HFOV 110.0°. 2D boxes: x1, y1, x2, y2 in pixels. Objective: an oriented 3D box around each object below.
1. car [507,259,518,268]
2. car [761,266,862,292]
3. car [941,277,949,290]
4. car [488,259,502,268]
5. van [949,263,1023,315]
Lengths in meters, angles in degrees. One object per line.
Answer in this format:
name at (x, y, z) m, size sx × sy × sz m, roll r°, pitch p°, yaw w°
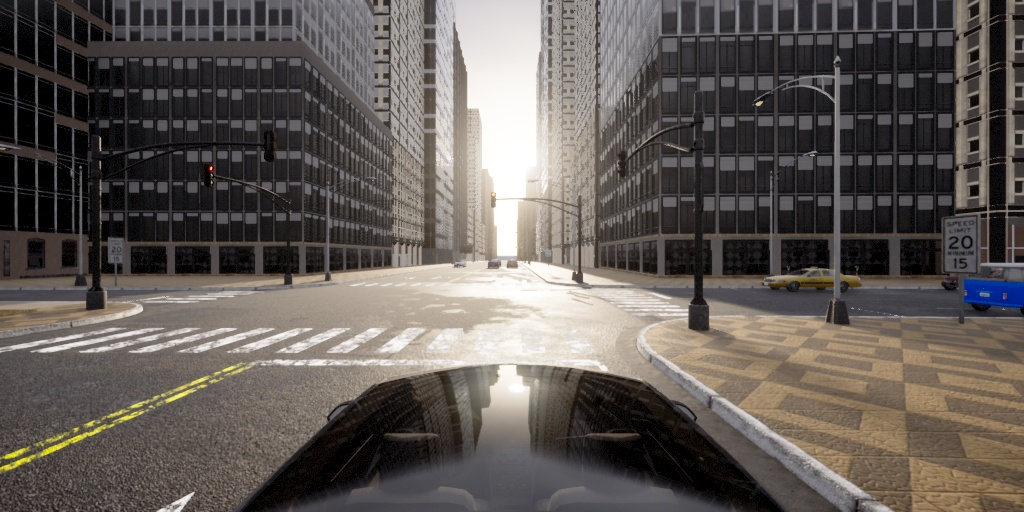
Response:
car at (0.045, 1.421, 63.648) m, size 1.994 × 1.385 × 4.181 m, roll 0°, pitch 0°, yaw 0°
car at (17.101, 1.291, 20.636) m, size 4.829 × 1.417 × 1.751 m, roll 0°, pitch 0°, yaw 2°
car at (26.935, 1.355, 20.144) m, size 4.207 × 1.307 × 1.802 m, roll 0°, pitch 0°, yaw 2°
car at (-3.206, 1.332, 62.817) m, size 1.882 × 1.535 × 5.008 m, roll 0°, pitch 0°, yaw 0°
van at (18.366, 1.118, 12.463) m, size 3.998 × 1.789 × 1.690 m, roll 0°, pitch 0°, yaw 2°
